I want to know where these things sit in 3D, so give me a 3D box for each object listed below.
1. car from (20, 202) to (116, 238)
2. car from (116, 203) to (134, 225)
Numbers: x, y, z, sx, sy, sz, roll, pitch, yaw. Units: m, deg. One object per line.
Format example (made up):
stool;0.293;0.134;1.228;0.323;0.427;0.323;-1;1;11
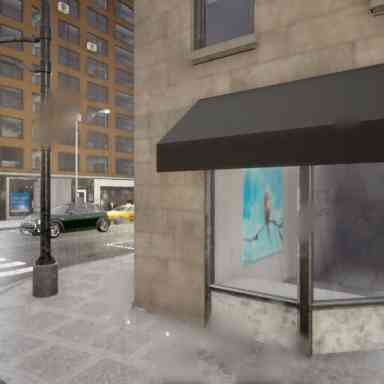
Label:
car;-6.674;1.366;17.848;2.097;1.767;4.553;0;0;36
car;-4.871;1.548;24.673;1.752;1.417;4.829;0;0;36
